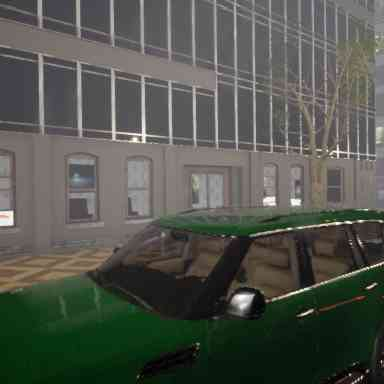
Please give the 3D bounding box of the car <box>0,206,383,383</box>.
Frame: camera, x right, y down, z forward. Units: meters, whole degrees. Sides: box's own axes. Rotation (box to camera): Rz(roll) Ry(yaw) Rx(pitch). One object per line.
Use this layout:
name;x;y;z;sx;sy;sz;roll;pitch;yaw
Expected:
car;0.407;1.221;3.674;5.566;2.045;2.150;0;0;-36
